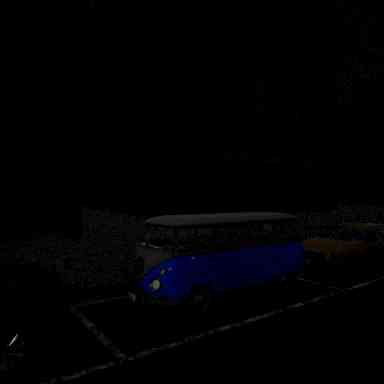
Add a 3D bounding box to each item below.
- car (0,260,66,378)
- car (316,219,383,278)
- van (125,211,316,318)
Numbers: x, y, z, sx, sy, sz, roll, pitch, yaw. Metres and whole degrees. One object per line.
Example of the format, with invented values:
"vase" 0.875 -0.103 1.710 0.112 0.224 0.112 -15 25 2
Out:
"car" -3.779 1.566 3.956 4.313 1.339 1.947 0 0 -36
"car" 4.933 1.525 10.177 4.829 1.417 1.752 0 0 -36
"van" 0.646 1.341 7.116 3.998 1.788 1.690 0 0 -36
